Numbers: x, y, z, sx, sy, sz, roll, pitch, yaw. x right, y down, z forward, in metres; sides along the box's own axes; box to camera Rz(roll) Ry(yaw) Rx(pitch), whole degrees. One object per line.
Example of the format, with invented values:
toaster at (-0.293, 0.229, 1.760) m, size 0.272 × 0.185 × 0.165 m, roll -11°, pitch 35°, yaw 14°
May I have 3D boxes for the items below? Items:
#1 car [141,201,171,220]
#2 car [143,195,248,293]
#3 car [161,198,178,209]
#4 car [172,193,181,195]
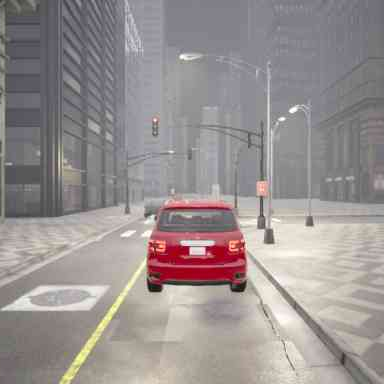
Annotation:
car at (-3.109, 1.548, 29.737) m, size 2.033 × 1.411 × 5.357 m, roll 0°, pitch 0°, yaw 0°
car at (0.099, 1.221, 9.031) m, size 2.150 × 2.045 × 5.566 m, roll 0°, pitch 0°, yaw 0°
car at (-3.105, 1.568, 46.618) m, size 1.994 × 1.385 × 4.181 m, roll 0°, pitch 0°, yaw 0°
car at (-3.057, 1.234, 65.638) m, size 2.150 × 2.045 × 5.566 m, roll 0°, pitch 0°, yaw 0°
